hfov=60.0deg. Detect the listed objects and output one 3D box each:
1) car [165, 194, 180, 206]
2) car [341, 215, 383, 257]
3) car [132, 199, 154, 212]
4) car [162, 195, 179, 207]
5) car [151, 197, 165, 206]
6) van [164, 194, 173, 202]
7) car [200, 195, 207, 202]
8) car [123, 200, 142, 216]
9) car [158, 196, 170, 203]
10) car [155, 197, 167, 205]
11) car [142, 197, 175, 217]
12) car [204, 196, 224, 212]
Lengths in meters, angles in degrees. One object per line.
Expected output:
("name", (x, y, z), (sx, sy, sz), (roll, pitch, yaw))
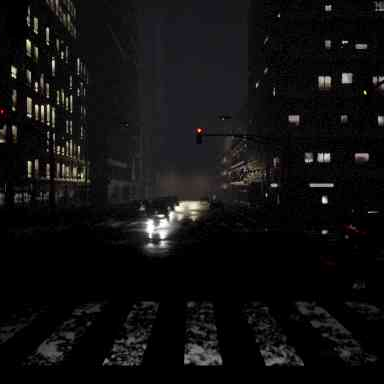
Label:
("car", (-2.998, 1.336, 50.759), (2.097, 1.767, 4.553), (0, 0, 0))
("car", (8.307, 1.574, 12.507), (5.008, 1.535, 1.882), (1, 0, 1))
("car", (-5.635, 1.553, 38.671), (1.947, 1.339, 4.313), (-1, 0, 0))
("car", (-3.024, 1.478, 40.484), (2.128, 1.511, 4.902), (0, 0, 0))
("car", (-5.605, 1.528, 55.635), (1.887, 1.381, 4.507), (-1, 0, 0))
("van", (-5.568, 1.319, 78.254), (1.690, 1.788, 3.998), (-1, 0, 0))
("car", (2.804, 1.419, 72.585), (1.967, 1.590, 4.097), (-1, 0, 0))
("car", (-5.646, 1.515, 32.847), (1.752, 1.417, 4.829), (-1, 0, 0))
("car", (-5.585, 1.525, 66.944), (1.887, 1.381, 4.507), (-1, 0, 0))
("car", (-5.594, 1.564, 61.290), (1.802, 1.307, 4.206), (-1, 0, 0))
("car", (-3.046, 1.481, 30.999), (2.128, 1.511, 4.902), (0, 0, 0))
("car", (2.744, 1.538, 38.657), (2.008, 1.369, 4.403), (-1, 0, 0))
